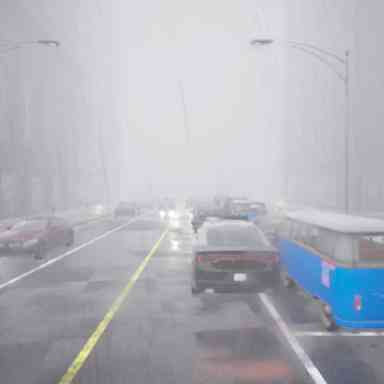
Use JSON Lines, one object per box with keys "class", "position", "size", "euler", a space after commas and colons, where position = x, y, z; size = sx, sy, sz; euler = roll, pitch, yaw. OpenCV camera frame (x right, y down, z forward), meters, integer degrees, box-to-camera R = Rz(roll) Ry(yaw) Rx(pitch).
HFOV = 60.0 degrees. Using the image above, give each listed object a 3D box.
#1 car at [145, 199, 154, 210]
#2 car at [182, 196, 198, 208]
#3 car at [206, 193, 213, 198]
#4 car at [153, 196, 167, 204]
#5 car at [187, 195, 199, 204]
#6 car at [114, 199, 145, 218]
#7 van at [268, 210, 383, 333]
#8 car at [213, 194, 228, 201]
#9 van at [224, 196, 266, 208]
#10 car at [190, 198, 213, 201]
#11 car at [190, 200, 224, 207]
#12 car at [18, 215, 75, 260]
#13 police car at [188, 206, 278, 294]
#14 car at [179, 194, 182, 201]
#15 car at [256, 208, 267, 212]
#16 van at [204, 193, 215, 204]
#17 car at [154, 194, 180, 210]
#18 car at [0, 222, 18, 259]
{"class": "car", "position": [-5.574, 1.453, 40.437], "size": [1.802, 1.307, 4.206], "euler": [0, 0, 0]}
{"class": "car", "position": [0.118, 1.345, 44.908], "size": [2.128, 1.511, 4.902], "euler": [0, 0, 0]}
{"class": "car", "position": [2.936, 1.206, 34.767], "size": [2.192, 1.841, 5.009], "euler": [0, 0, 0]}
{"class": "car", "position": [-5.532, 1.366, 57.384], "size": [1.947, 1.339, 4.313], "euler": [0, 0, 0]}
{"class": "car", "position": [0.147, 1.351, 60.172], "size": [1.994, 1.385, 4.181], "euler": [0, 0, 0]}
{"class": "car", "position": [-5.602, 1.456, 29.139], "size": [1.887, 1.381, 4.507], "euler": [0, 0, 0]}
{"class": "van", "position": [2.865, 1.321, 6.525], "size": [1.690, 1.788, 3.998], "euler": [0, 0, 0]}
{"class": "car", "position": [2.907, 1.244, 23.470], "size": [2.192, 1.841, 5.009], "euler": [0, 0, 0]}
{"class": "van", "position": [2.893, 1.287, 17.821], "size": [1.690, 1.788, 3.998], "euler": [0, 0, 0]}
{"class": "car", "position": [0.959, 1.431, 24.756], "size": [1.837, 1.490, 4.892], "euler": [0, 0, 0]}
{"class": "car", "position": [0.944, 1.449, 18.756], "size": [1.837, 1.490, 4.892], "euler": [0, 0, 0]}
{"class": "car", "position": [-5.645, 1.545, 12.192], "size": [1.802, 1.307, 4.206], "euler": [0, 0, 0]}
{"class": "police car", "position": [0.920, 1.398, 8.866], "size": [1.930, 1.638, 5.238], "euler": [0, 0, 0]}
{"class": "car", "position": [-2.826, 1.224, 70.765], "size": [1.882, 1.535, 5.008], "euler": [0, 0, 0]}
{"class": "car", "position": [2.880, 1.508, 12.174], "size": [1.887, 1.381, 4.507], "euler": [0, 0, 0]}
{"class": "van", "position": [2.993, 1.140, 57.363], "size": [1.690, 1.788, 3.998], "euler": [0, 0, 0]}
{"class": "car", "position": [-2.955, 1.363, 40.545], "size": [2.128, 1.511, 4.902], "euler": [0, 0, 1]}
{"class": "car", "position": [-5.659, 1.531, 6.543], "size": [2.008, 1.369, 4.403], "euler": [0, 0, 0]}
